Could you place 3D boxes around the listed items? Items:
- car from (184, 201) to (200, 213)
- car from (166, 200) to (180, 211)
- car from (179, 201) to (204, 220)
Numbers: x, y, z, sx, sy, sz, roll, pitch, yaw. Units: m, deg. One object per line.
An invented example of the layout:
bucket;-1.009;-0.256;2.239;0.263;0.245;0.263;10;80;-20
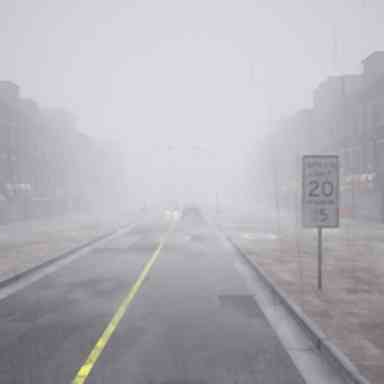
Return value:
car;0.038;1.943;44.931;2.033;1.411;5.357;0;0;1
car;-2.752;1.938;48.825;2.128;1.511;4.902;0;0;0
car;0.009;1.792;31.604;1.837;1.490;4.892;0;-1;0
